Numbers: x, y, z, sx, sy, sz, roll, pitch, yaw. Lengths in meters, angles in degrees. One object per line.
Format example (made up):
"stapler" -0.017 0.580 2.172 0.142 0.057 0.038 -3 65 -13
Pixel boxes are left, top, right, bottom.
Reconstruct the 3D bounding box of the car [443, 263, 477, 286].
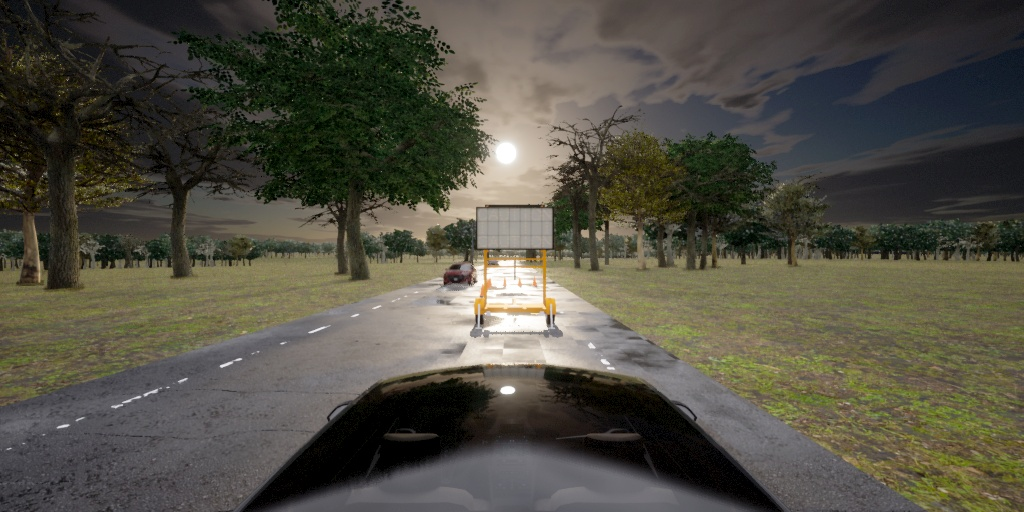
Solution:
"car" -3.592 1.226 25.425 1.882 1.535 5.008 0 0 0

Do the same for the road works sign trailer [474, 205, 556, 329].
"road works sign trailer" 0.090 0.211 11.194 2.380 3.560 2.880 0 0 0
